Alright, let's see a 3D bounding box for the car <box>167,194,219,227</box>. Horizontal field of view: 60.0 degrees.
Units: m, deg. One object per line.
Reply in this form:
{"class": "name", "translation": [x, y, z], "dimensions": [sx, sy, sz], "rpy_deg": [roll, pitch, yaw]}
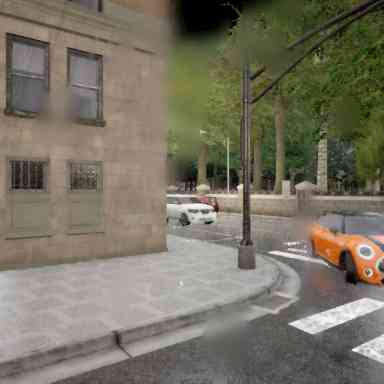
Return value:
{"class": "car", "translation": [-0.636, 1.197, 23.336], "dimensions": [2.150, 2.045, 5.566], "rpy_deg": [0, 1, -34]}

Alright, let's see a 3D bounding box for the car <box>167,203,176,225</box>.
{"class": "car", "translation": [-3.227, 1.544, 22.238], "dimensions": [1.947, 1.339, 4.313], "rpy_deg": [0, 0, -35]}

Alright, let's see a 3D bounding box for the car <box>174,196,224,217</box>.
{"class": "car", "translation": [0.547, 1.285, 31.774], "dimensions": [2.192, 1.841, 5.009], "rpy_deg": [0, 0, -35]}

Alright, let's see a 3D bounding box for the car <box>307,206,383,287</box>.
{"class": "car", "translation": [4.882, 1.349, 9.459], "dimensions": [2.097, 1.767, 4.553], "rpy_deg": [0, 0, 3]}
